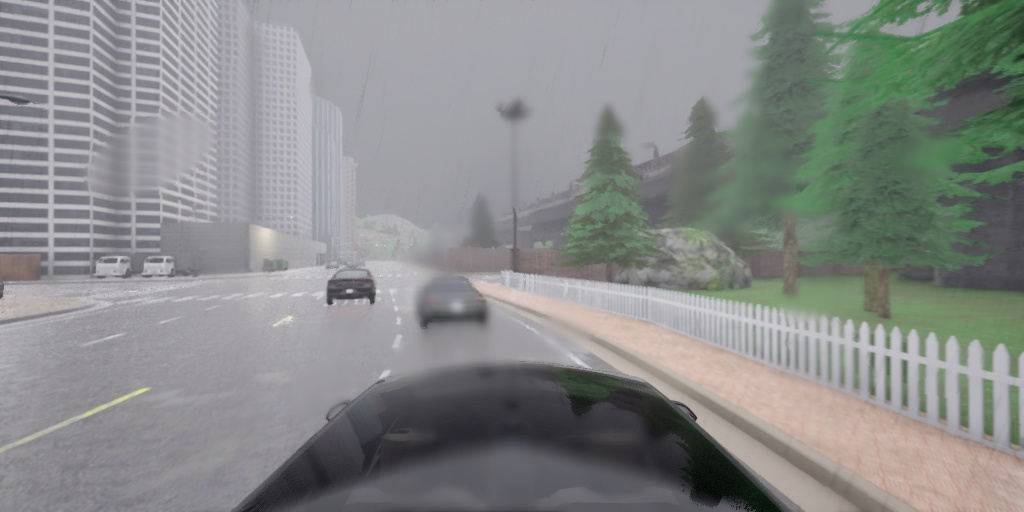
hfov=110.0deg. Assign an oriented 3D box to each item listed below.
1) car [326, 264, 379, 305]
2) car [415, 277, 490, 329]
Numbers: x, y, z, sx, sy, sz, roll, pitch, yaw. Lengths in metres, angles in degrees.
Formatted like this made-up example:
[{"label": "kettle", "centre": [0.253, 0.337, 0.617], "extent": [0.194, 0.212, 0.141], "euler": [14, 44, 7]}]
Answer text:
[{"label": "car", "centre": [-7.377, 1.318, 16.847], "extent": [1.882, 1.535, 5.008], "euler": [0, -1, -19]}, {"label": "car", "centre": [-2.074, 1.360, 11.675], "extent": [1.994, 1.385, 4.181], "euler": [0, 0, -17]}]
